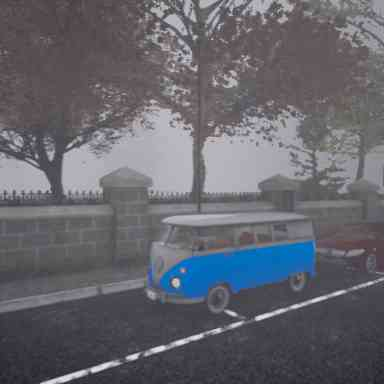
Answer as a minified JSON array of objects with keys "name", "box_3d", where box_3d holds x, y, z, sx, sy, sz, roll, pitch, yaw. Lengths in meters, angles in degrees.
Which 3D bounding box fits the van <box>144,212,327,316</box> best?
[{"name":"van","box_3d":[0.974,1.355,7.264,3.998,1.788,1.690,0,0,-36]}]

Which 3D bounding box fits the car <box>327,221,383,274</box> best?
[{"name":"car","box_3d":[5.552,1.611,10.542,4.206,1.307,1.802,0,0,-36]}]
